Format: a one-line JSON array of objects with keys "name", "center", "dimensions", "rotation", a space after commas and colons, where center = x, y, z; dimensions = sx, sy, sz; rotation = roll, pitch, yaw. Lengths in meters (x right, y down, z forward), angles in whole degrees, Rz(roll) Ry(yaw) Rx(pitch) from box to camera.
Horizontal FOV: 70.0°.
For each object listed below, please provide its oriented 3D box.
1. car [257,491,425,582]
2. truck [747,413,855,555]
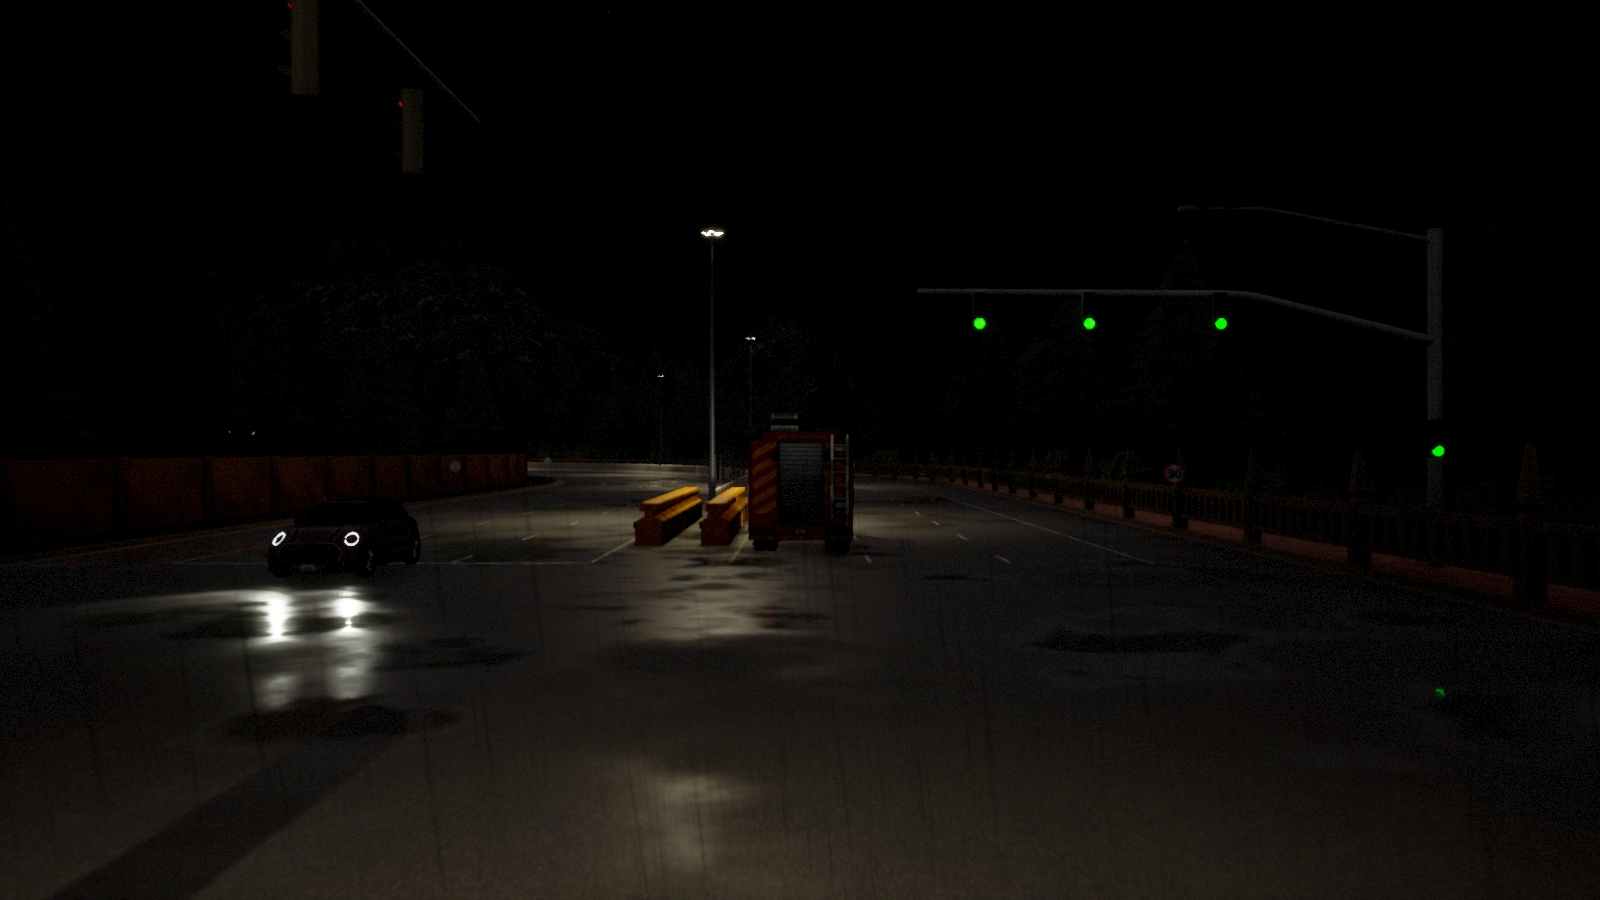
[{"name": "car", "center": [-10.514, 1.926, 26.587], "dimensions": [2.097, 1.767, 4.553], "rotation": [0, 0, 0]}, {"name": "truck", "center": [0.117, 0.916, 34.956], "dimensions": [2.891, 3.827, 8.468], "rotation": [0, 0, 1]}]
